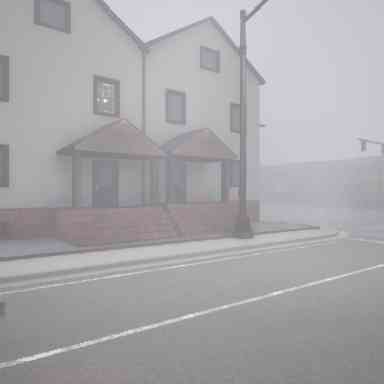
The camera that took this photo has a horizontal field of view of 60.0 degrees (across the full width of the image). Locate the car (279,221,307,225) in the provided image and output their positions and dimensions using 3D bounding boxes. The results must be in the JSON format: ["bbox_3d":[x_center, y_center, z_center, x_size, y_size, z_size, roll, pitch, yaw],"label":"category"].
[{"bbox_3d":[8.588,3.480,31.355,2.128,1.511,4.902,-1,-12,-36],"label":"car"}]
